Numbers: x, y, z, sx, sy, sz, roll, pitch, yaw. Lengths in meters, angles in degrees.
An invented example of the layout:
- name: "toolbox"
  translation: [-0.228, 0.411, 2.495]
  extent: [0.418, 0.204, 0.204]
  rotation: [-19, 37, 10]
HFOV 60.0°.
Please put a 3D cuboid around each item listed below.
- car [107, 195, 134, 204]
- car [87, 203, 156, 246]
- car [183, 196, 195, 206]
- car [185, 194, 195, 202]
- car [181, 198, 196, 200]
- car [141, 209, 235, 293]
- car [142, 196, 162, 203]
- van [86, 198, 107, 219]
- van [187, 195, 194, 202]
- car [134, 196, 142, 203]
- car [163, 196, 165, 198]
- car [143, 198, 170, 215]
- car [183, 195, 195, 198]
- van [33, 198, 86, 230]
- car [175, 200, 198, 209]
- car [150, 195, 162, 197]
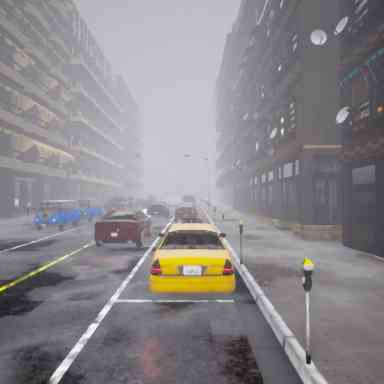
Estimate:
- name: "car"
  translation: [-8.312, 1.365, 37.346]
  extent: [2.192, 1.841, 5.009]
  rotation: [1, 0, 0]
- name: "car"
  translation: [-3.015, 1.489, 15.377]
  extent: [1.882, 1.535, 5.008]
  rotation: [0, 0, 0]
- name: "car"
  translation: [-0.470, 1.553, 59.411]
  extent: [1.967, 1.590, 4.097]
  rotation: [1, 0, 0]
- name: "car"
  translation: [-0.469, 1.521, 81.536]
  extent: [2.192, 1.841, 5.009]
  rotation: [1, 0, 0]
- name: "car"
  translation: [-0.437, 1.582, 31.754]
  extent: [1.887, 1.381, 4.507]
  rotation: [1, 0, 0]
- name: "car"
  translation: [0.004, 1.462, 8.843]
  extent: [1.801, 1.575, 5.366]
  rotation: [0, 0, 0]
- name: "car"
  translation: [-5.775, 1.637, 46.377]
  extent: [1.994, 1.385, 4.181]
  rotation: [0, 0, 0]
- name: "van"
  translation: [-8.312, 1.368, 26.285]
  extent: [1.690, 1.788, 3.998]
  rotation: [1, 0, 0]
- name: "van"
  translation: [-0.470, 1.575, 87.068]
  extent: [1.690, 1.788, 3.998]
  rotation: [1, 0, 0]
- name: "car"
  translation: [-8.312, 1.378, 42.876]
  extent: [2.192, 1.841, 5.009]
  rotation: [1, 0, 0]
- name: "car"
  translation: [-8.321, 1.846, 92.652]
  extent: [1.802, 1.307, 4.206]
  rotation: [1, 0, 0]
- name: "car"
  translation: [-3.016, 1.560, 30.291]
  extent: [1.812, 1.442, 4.674]
  rotation: [0, 0, 0]
- name: "car"
  translation: [-0.427, 1.490, 37.286]
  extent: [1.967, 1.590, 4.097]
  rotation: [1, 0, 0]
- name: "van"
  translation: [-8.311, 1.358, 20.753]
  extent: [1.690, 1.788, 3.998]
  rotation: [2, 0, 0]
- name: "car"
  translation: [-0.437, 1.571, 26.224]
  extent: [1.887, 1.381, 4.507]
  rotation: [1, 0, 0]
- name: "car"
  translation: [-8.314, 1.470, 70.528]
  extent: [2.192, 1.841, 5.009]
  rotation: [1, 0, 0]
